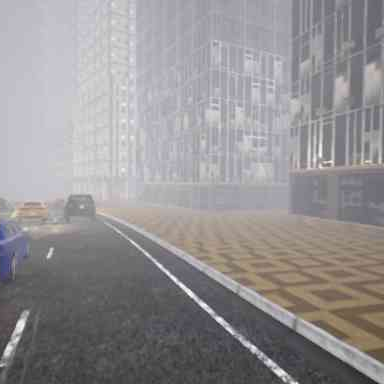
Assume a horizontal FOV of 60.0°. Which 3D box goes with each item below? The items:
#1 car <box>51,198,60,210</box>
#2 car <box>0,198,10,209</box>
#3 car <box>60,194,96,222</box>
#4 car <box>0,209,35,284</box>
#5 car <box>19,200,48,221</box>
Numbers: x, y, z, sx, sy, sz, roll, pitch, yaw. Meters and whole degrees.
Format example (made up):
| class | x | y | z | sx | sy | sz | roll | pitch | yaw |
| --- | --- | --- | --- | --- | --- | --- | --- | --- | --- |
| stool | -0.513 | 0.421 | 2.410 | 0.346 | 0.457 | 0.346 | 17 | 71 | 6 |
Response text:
| class | x | y | z | sx | sy | sz | roll | pitch | yaw |
| --- | --- | --- | --- | --- | --- | --- | --- | --- | --- |
| car | -16.091 | 1.400 | 41.171 | 1.812 | 1.442 | 4.674 | 0 | 0 | -27 |
| car | -21.191 | 1.370 | 36.521 | 1.882 | 1.535 | 5.008 | 0 | 0 | -27 |
| car | -8.927 | 1.147 | 26.189 | 2.150 | 2.045 | 5.566 | 0 | 0 | -24 |
| car | -5.718 | 1.450 | 9.177 | 1.882 | 1.535 | 5.008 | 0 | 0 | -20 |
| car | -12.494 | 1.399 | 26.235 | 1.882 | 1.535 | 5.008 | 0 | 0 | -24 |
